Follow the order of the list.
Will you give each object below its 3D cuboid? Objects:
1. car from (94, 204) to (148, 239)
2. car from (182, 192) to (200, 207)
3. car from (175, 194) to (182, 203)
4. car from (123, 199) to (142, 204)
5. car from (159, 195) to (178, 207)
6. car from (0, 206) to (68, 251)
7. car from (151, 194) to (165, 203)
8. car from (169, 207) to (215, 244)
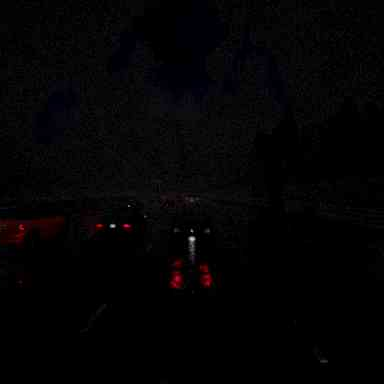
[{"bbox_3d":[-3.497,1.547,17.203,2.033,1.411,5.357,0,0,0],"label":"car"},{"bbox_3d":[0.005,1.192,48.746,2.150,2.045,5.566,0,0,0],"label":"car"},{"bbox_3d":[-3.492,1.528,65.922,1.994,1.385,4.181,0,0,0],"label":"car"},{"bbox_3d":[-6.995,1.542,38.938,1.994,1.385,4.181,0,0,0],"label":"car"},{"bbox_3d":[-3.495,1.571,50.204,1.895,1.301,4.718,0,0,0],"label":"car"},{"bbox_3d":[-6.997,1.353,14.157,2.097,1.767,4.553,0,0,0],"label":"car"},{"bbox_3d":[-6.995,1.470,65.935,1.837,1.490,4.892,0,0,0],"label":"car"},{"bbox_3d":[0.002,1.601,15.726,1.895,1.301,4.718,0,0,0],"label":"car"}]
